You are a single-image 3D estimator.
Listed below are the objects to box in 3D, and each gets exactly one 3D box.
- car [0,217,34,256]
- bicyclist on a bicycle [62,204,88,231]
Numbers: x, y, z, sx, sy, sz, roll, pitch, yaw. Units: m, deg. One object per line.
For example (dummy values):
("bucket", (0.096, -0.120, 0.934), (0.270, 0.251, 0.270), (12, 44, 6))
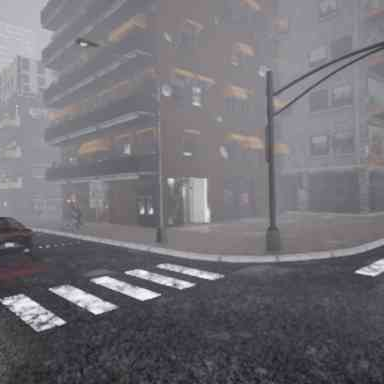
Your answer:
("car", (-8.048, 1.758, 13.467), (1.882, 1.535, 5.008), (-2, 0, -43))
("bicyclist on a bicycle", (-7.265, 1.564, 20.668), (1.656, 1.620, 0.582), (-2, 0, -43))
